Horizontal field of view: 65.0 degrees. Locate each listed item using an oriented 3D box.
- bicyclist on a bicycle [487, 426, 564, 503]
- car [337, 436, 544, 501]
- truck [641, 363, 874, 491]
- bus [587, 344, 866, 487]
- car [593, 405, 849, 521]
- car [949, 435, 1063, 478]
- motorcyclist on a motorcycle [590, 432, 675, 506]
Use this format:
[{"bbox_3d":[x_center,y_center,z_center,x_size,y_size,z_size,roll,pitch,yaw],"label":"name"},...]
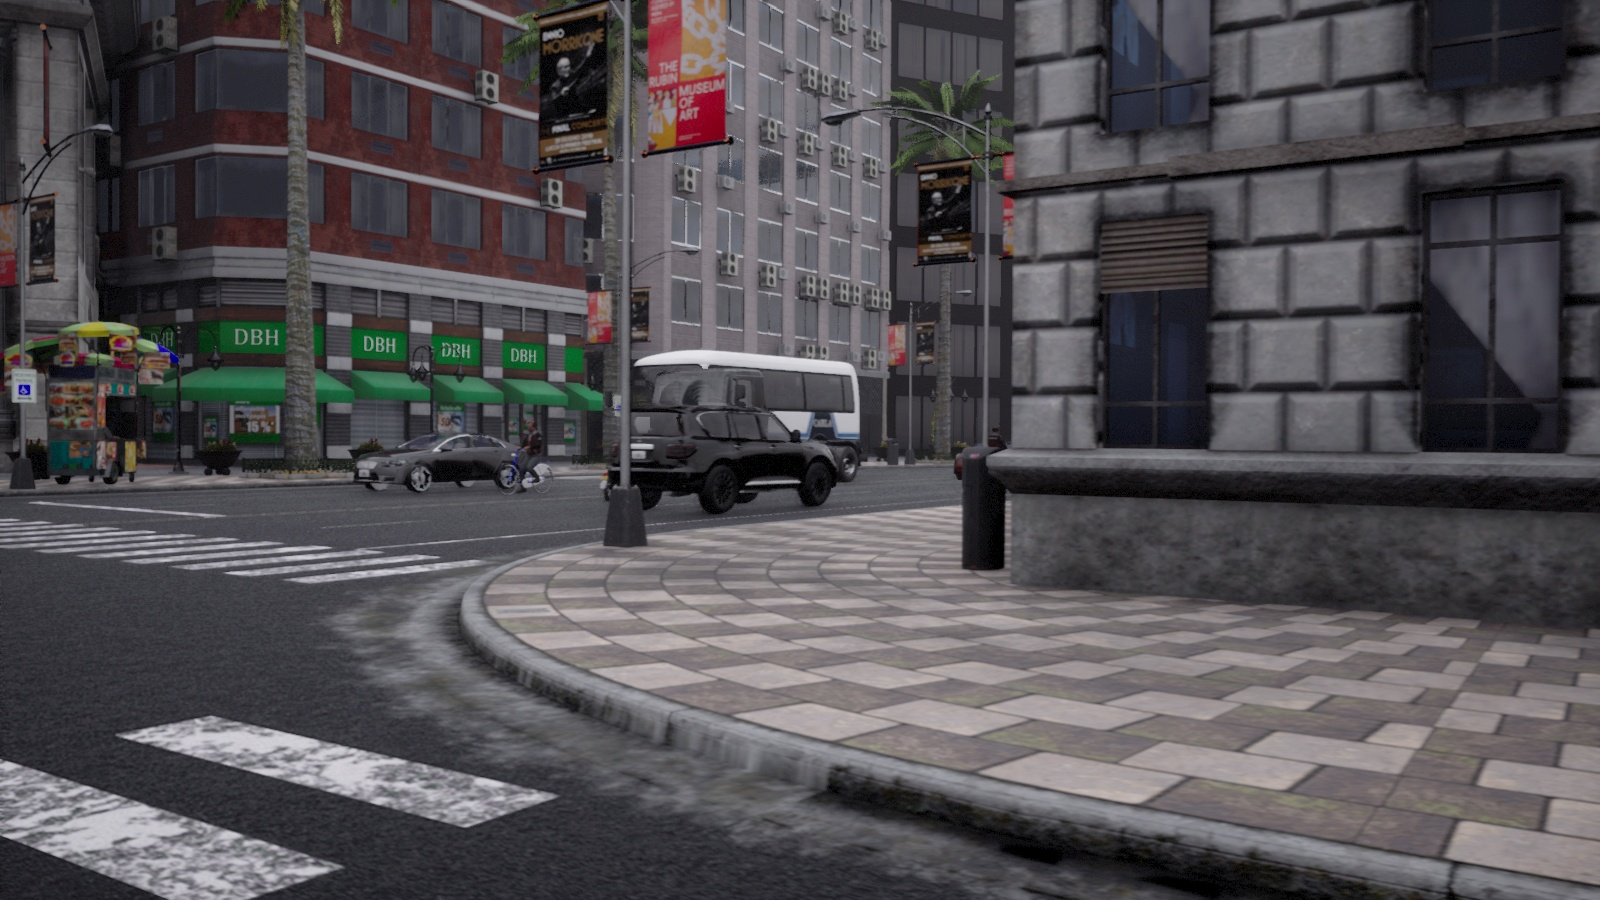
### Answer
[{"bbox_3d":[-6.558,0.323,30.081,0.659,1.776,1.843,0,1,33],"label":"bicyclist on a bicycle"},{"bbox_3d":[-9.163,0.412,32.415,2.128,1.511,4.902,0,1,33],"label":"car"},{"bbox_3d":[-1.056,-0.689,38.143,2.891,3.462,7.936,0,1,34],"label":"truck"},{"bbox_3d":[-2.156,-1.125,42.773,3.944,4.253,10.273,0,1,34],"label":"bus"},{"bbox_3d":[-1.400,0.172,25.113,2.150,2.045,5.566,0,1,34],"label":"car"},{"bbox_3d":[7.151,0.200,43.325,1.994,1.385,4.181,0,1,41],"label":"car"},{"bbox_3d":[-3.711,0.398,27.950,0.866,1.590,1.817,0,1,34],"label":"motorcyclist on a motorcycle"}]
